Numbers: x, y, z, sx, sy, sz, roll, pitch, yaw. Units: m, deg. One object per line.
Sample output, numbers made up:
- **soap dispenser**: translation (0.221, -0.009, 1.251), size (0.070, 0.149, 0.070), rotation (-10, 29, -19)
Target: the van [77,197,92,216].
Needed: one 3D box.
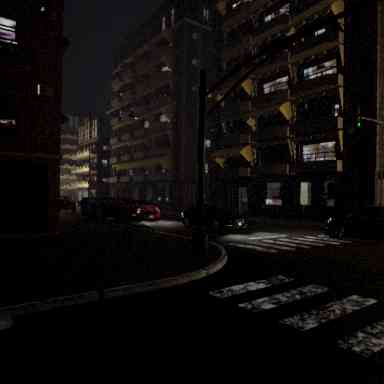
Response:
- **van**: translation (-8.745, 1.355, 30.008), size (1.690, 1.788, 3.998), rotation (1, -1, -35)

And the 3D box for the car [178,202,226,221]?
- **car**: translation (0.806, 1.686, 30.151), size (1.752, 1.417, 4.829), rotation (1, -1, -35)

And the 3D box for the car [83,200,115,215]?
- **car**: translation (-10.230, 1.651, 36.378), size (1.994, 1.385, 4.181), rotation (1, -1, -35)

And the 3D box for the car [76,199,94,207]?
- **car**: translation (-18.434, 1.868, 57.309), size (1.802, 1.307, 4.206), rotation (1, -1, -35)

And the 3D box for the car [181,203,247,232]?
- **car**: translation (1.214, 1.527, 20.273), size (1.837, 1.490, 4.892), rotation (1, -1, -36)

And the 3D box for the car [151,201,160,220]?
- **car**: translation (-4.519, 1.405, 28.315), size (2.097, 1.767, 4.553), rotation (1, -1, -35)

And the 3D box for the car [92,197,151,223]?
- **car**: translation (-5.521, 1.310, 25.459), size (2.192, 1.841, 5.009), rotation (1, -1, -35)

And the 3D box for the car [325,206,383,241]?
- **car**: translation (8.432, 1.411, 15.131), size (2.097, 1.767, 4.553), rotation (1, -1, -35)

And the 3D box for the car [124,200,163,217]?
- **car**: translation (-5.105, 1.609, 34.217), size (1.882, 1.535, 5.008), rotation (1, -1, -35)

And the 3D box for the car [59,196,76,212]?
- **car**: translation (-15.190, 1.369, 39.108), size (2.192, 1.841, 5.009), rotation (1, -1, -35)
